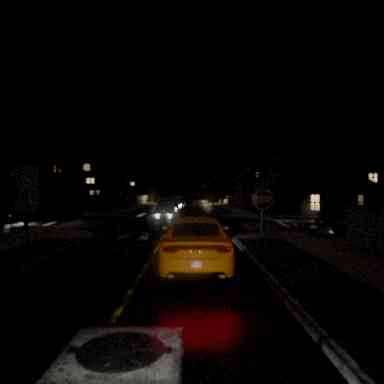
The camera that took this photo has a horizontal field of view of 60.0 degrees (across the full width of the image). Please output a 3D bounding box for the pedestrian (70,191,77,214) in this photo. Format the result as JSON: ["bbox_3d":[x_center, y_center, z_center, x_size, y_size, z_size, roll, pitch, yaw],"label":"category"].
[{"bbox_3d":[-9.679,0.835,27.151,0.375,1.860,0.375,0,0,1],"label":"pedestrian"}]

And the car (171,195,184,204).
[{"bbox_3d":[-2.756,1.403,63.468,2.128,1.511,4.902,0,0,0],"label":"car"}]

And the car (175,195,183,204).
[{"bbox_3d":[-2.829,1.485,48.166,2.033,1.411,5.357,0,0,0],"label":"car"}]

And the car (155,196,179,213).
[{"bbox_3d":[-2.853,1.503,36.231,2.033,1.411,5.357,0,0,0],"label":"car"}]

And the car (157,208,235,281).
[{"bbox_3d":[0.104,1.465,9.857,1.882,1.535,5.008,0,0,0],"label":"car"}]

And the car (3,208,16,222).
[{"bbox_3d":[-13.685,1.316,21.380,4.181,1.385,1.994,1,1,-1],"label":"car"}]

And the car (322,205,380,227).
[{"bbox_3d":[11.974,1.695,23.919,5.008,1.535,1.882,1,1,1],"label":"car"}]
